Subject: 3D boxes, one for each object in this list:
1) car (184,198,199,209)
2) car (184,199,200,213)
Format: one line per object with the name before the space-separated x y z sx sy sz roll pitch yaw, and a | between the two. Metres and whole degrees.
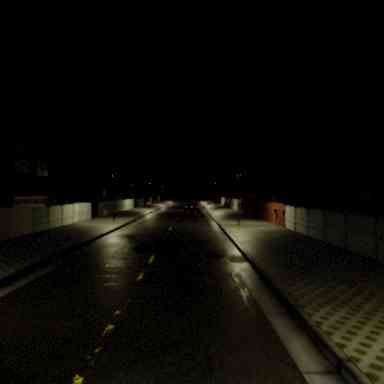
car | -0.031 1.726 50.330 2.128 1.511 4.902 0 0 0
car | -0.025 1.732 39.739 2.033 1.411 5.357 0 0 0
